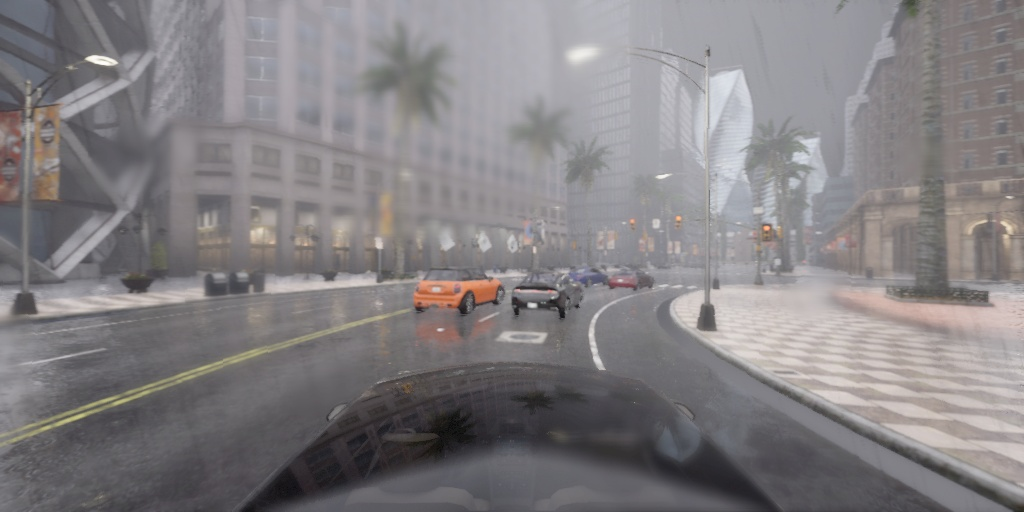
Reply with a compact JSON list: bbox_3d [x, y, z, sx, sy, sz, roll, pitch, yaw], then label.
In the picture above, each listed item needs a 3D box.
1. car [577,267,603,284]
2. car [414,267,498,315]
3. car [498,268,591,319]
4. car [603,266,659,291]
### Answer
[{"bbox_3d":[5.614,1.546,26.990,1.812,1.442,4.674,0,-1,39],"label":"car"},{"bbox_3d":[-1.932,1.210,14.478,2.097,1.767,4.553,0,-1,19],"label":"car"},{"bbox_3d":[1.470,1.363,13.562,2.128,1.511,4.902,0,0,20],"label":"car"},{"bbox_3d":[8.268,1.578,24.700,1.994,1.385,4.181,0,-1,39],"label":"car"}]
